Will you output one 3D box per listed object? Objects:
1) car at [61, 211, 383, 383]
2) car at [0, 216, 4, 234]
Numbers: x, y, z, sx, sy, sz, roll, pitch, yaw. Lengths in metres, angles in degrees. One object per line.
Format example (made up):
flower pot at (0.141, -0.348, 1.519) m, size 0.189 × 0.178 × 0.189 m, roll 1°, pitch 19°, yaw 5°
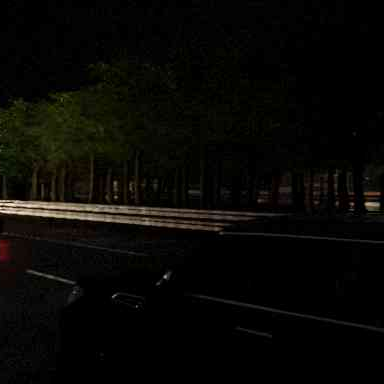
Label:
car at (1.126, 1.208, 3.163) m, size 5.566 × 2.045 × 2.150 m, roll 0°, pitch 0°, yaw 35°
car at (-10.603, 1.306, 15.308) m, size 4.892 × 1.490 × 1.837 m, roll 1°, pitch 0°, yaw 33°
